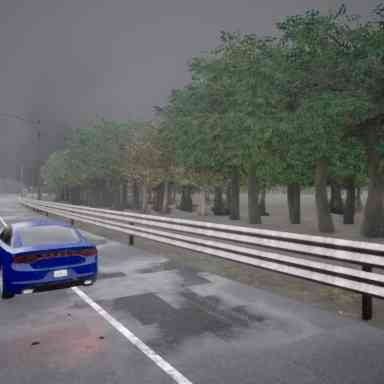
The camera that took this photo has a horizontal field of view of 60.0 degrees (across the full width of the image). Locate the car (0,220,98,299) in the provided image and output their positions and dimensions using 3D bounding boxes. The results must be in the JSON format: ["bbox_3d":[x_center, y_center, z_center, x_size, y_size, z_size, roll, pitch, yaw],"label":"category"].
[{"bbox_3d":[-4.021,1.478,8.704,1.882,1.535,5.008,0,0,-34],"label":"car"}]
